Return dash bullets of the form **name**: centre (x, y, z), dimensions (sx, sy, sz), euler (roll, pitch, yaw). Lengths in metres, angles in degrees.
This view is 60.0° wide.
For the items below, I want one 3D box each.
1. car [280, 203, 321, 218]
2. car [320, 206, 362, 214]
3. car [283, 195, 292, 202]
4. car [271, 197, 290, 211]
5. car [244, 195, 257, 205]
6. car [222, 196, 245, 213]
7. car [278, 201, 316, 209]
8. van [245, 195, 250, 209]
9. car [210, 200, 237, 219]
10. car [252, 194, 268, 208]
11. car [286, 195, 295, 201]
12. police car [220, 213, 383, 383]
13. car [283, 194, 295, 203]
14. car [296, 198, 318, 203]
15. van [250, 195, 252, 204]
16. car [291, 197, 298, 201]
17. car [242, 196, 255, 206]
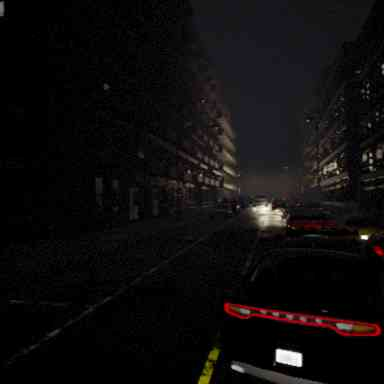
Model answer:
- **car**: centre (5.046, 1.455, 14.738), dimensions (1.882, 1.535, 5.008), euler (-2, -1, 14)
- **car**: centre (6.523, 1.448, 13.377), dimensions (1.752, 1.417, 4.829), euler (0, 0, 14)
- **car**: centre (23.750, 1.599, 83.008), dimensions (1.967, 1.590, 4.097), euler (-1, 0, 14)
- **car**: centre (10.942, 1.664, 41.846), dimensions (1.895, 1.301, 4.718), euler (-2, -1, 14)
- **car**: centre (12.159, 1.633, 68.847), dimensions (2.192, 1.841, 5.009), euler (0, 0, 14)
- **car**: centre (4.174, 1.520, 36.641), dimensions (2.192, 1.841, 5.009), euler (0, 0, 14)
- **car**: centre (6.492, 1.514, 20.564), dimensions (1.812, 1.442, 4.674), euler (-2, -1, 14)
- **van**: centre (6.835, 1.576, 47.374), dimensions (1.690, 1.788, 3.998), euler (0, 0, 14)
- **car**: centre (2.803, 1.718, 31.106), dimensions (1.752, 1.417, 4.829), euler (0, 0, 14)
- **car**: centre (10.953, 1.403, 53.440), dimensions (2.150, 2.045, 5.566), euler (-2, -1, 14)
- **car**: centre (15.798, 1.561, 50.788), dimensions (1.887, 1.381, 4.507), euler (0, 0, 14)
- **police car**: centre (2.197, 1.407, 5.534), dimensions (1.930, 1.638, 5.238), euler (-2, -1, 29)
- **car**: centre (21.087, 1.420, 72.271), dimensions (2.192, 1.841, 5.009), euler (0, 0, 14)
- **car**: centre (10.474, 1.500, 29.315), dimensions (1.887, 1.381, 4.507), euler (0, 0, 14)
- **van**: centre (8.166, 1.595, 52.744), dimensions (1.690, 1.788, 3.998), euler (0, 0, 14)
- **car**: centre (11.805, 1.519, 34.684), dimensions (2.008, 1.369, 4.403), euler (0, 0, 14)
- **car**: centre (10.828, 1.611, 63.480), dimensions (2.192, 1.841, 5.009), euler (0, 0, 14)
